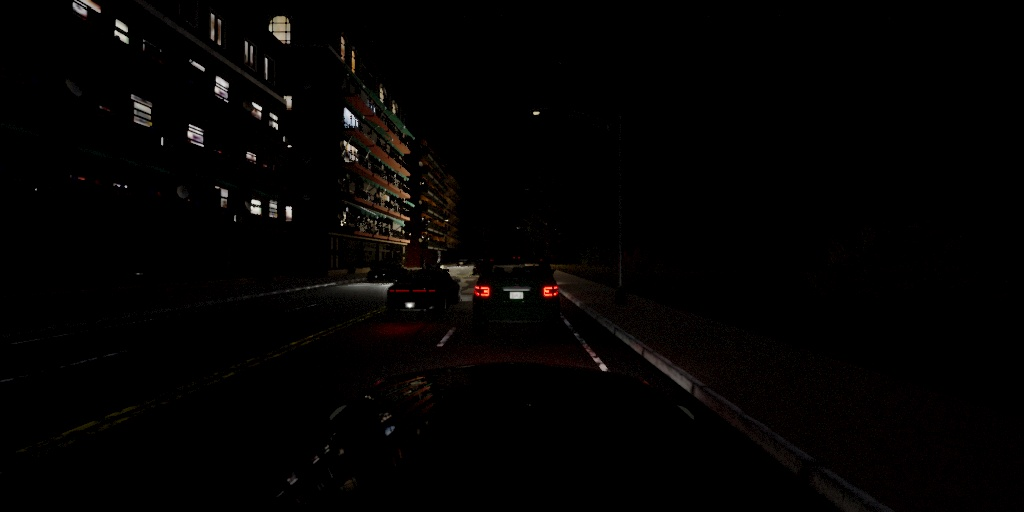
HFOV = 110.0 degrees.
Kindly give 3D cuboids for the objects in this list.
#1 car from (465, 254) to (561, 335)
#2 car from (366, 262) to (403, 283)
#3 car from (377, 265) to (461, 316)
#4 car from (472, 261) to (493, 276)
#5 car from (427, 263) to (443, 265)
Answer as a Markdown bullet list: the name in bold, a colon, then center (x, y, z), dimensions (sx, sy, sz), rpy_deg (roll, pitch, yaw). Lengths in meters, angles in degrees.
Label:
- **car**: center (0.118, 0.973, 10.704), dimensions (2.150, 2.045, 5.566), rpy_deg (0, 0, 0)
- **car**: center (-9.779, 1.257, 28.237), dimensions (1.837, 1.490, 4.892), rpy_deg (0, 0, 0)
- **car**: center (-3.120, 1.255, 13.396), dimensions (1.837, 1.490, 4.892), rpy_deg (0, 0, 0)
- **car**: center (-3.051, 1.277, 37.872), dimensions (1.812, 1.442, 4.674), rpy_deg (0, 0, 0)
- **car**: center (-6.522, 1.299, 29.849), dimensions (2.033, 1.411, 5.357), rpy_deg (0, 0, 0)
